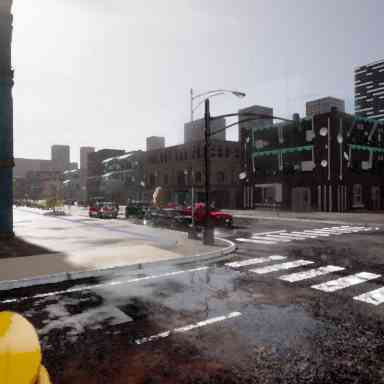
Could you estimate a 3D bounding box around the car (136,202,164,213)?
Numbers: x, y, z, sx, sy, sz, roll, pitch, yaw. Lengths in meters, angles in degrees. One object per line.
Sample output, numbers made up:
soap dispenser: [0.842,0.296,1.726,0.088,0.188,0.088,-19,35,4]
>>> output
car: [-5.600,1.966,43.867,1.802,1.307,4.206,-1,0,-35]

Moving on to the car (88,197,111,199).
car: [-11.043,1.678,41.564,2.150,2.045,5.566,-1,0,-35]

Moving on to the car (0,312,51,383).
car: [-3.273,1.478,1.357,5.008,1.535,1.882,0,0,-35]

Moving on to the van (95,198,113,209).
van: [-15.203,1.907,57.418,1.690,1.788,3.998,-1,0,-35]

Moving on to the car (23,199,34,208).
car: [-31.634,2.376,66.124,2.008,1.369,4.403,-1,0,-35]

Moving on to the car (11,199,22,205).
car: [-44.430,2.598,84.191,1.887,1.381,4.507,-1,0,-35]

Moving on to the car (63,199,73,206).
car: [-27.995,2.364,75.486,1.947,1.339,4.313,-1,0,-35]

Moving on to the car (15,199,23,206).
car: [-38.035,2.380,75.157,1.967,1.590,4.097,-1,0,-35]

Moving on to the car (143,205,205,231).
car: [-1.318,1.815,23.111,1.947,1.339,4.313,-1,0,-35]

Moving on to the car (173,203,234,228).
car: [0.962,1.698,24.597,1.882,1.535,5.008,-1,0,-35]

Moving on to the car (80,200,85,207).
car: [-18.403,1.940,61.934,2.192,1.841,5.009,-1,0,-35]

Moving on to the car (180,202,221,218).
car: [0.797,1.810,34.833,2.008,1.369,4.403,-2,0,-35]

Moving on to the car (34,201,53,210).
car: [-25.137,2.233,56.951,1.752,1.417,4.829,-1,0,-35]

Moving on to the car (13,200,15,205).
car: [-41.231,2.548,79.675,2.008,1.369,4.403,-1,0,-35]

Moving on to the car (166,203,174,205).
car: [-2.402,1.904,39.351,1.802,1.307,4.206,-2,0,-35]

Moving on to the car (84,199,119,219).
car: [-9.242,1.847,34.505,1.967,1.590,4.097,-1,0,-35]

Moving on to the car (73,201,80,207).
car: [-21.597,2.228,66.452,1.887,1.381,4.507,-1,0,-35]

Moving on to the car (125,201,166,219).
car: [-4.898,1.689,32.871,2.097,1.767,4.553,-1,0,-35]
